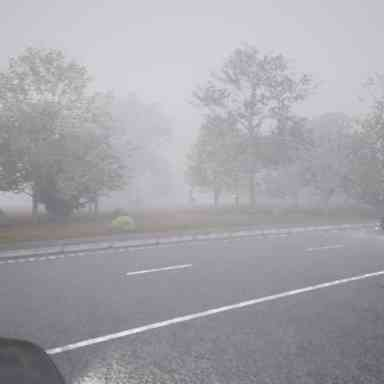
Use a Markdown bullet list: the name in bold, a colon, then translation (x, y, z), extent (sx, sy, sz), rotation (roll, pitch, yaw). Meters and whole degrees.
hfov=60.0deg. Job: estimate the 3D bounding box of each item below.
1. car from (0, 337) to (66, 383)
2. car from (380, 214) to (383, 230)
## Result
- **car**: translation (-2.725, 1.551, 1.659), extent (4.181, 1.385, 1.994), rotation (0, 0, -36)
- **car**: translation (13.029, 1.455, 19.123), extent (5.008, 1.535, 1.882), rotation (0, 0, -25)
